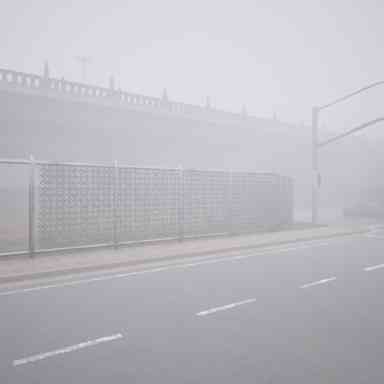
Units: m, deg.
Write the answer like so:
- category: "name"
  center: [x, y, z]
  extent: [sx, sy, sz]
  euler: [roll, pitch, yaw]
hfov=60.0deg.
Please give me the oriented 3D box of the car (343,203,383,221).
- category: "car"
  center: [15.132, 1.616, 28.324]
  extent: [1.994, 1.385, 4.181]
  euler: [0, 0, -38]

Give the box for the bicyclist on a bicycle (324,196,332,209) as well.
- category: "bicyclist on a bicycle"
  center: [17.728, 1.356, 43.298]
  extent: [1.656, 1.620, 0.582]
  euler: [0, 0, -36]
